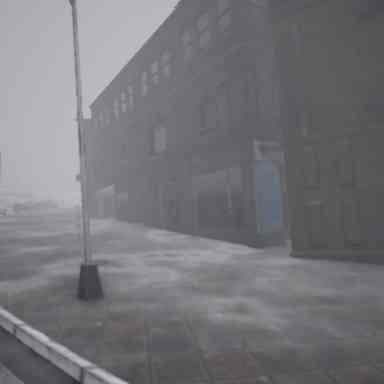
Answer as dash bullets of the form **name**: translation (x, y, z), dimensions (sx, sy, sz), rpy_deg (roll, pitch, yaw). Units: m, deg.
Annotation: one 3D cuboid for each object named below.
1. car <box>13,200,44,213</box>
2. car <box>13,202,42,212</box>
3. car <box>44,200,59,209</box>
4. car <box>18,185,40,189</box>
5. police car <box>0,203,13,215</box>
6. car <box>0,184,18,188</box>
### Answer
- **car**: translation (-22.373, 1.946, 45.000), dimensions (1.837, 1.490, 4.892), rpy_deg (-4, 0, -1)
- **car**: translation (-26.351, 2.400, 53.534), dimensions (1.895, 1.301, 4.718), rpy_deg (-5, -1, 7)
- **car**: translation (-22.199, 1.949, 50.726), dimensions (1.837, 1.490, 4.892), rpy_deg (-5, 0, 5)
- **car**: translation (-41.690, -1.030, 83.161), dimensions (2.097, 1.535, 5.008), rpy_deg (-6, -4, 28)
- **police car**: translation (-21.411, 1.829, 35.614), dimensions (1.930, 1.638, 5.238), rpy_deg (-4, 0, -11)
- **car**: translation (-44.307, -1.074, 78.268), dimensions (2.002, 1.452, 4.674), rpy_deg (-6, -4, 29)
